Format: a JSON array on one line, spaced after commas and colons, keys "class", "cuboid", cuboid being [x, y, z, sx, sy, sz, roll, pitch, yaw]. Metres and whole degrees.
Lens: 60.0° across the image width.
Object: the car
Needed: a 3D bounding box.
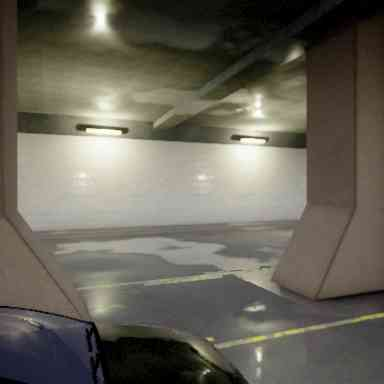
[{"class": "car", "cuboid": [-1.501, 1.566, 2.200, 4.181, 1.385, 1.994, 0, 0, -22]}]
